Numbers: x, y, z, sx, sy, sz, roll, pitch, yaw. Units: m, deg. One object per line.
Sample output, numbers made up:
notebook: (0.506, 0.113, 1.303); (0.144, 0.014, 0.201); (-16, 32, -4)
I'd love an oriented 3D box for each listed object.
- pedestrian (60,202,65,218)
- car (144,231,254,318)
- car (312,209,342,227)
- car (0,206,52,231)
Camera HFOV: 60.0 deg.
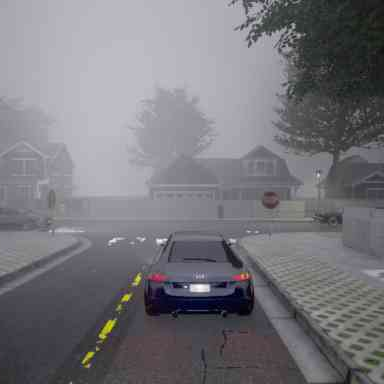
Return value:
pedestrian: (-9.823, 1.338, 25.255); (0.375, 1.300, 0.375); (0, 0, -1)
car: (0.105, 1.562, 7.514); (1.994, 1.385, 4.181); (0, 0, -1)
car: (10.751, 1.632, 22.602); (4.718, 1.301, 1.895); (0, 1, -1)
car: (-10.315, 1.539, 19.384); (4.181, 1.385, 1.994); (0, 1, -2)
